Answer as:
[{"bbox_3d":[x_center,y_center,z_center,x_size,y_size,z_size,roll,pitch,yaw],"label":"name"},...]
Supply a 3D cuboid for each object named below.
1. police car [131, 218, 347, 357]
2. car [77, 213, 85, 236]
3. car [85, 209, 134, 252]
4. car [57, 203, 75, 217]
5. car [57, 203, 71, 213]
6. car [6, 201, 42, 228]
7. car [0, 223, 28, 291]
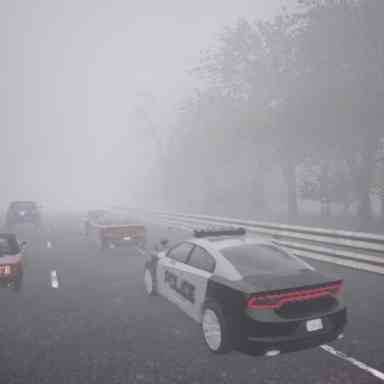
[{"bbox_3d":[0.466,1.525,6.581,1.930,1.638,5.238,0,-1,-25],"label":"police car"},{"bbox_3d":[-5.994,1.855,20.876,1.837,1.490,4.892,0,-1,-24],"label":"car"},{"bbox_3d":[-3.588,1.732,15.462,1.882,1.535,5.008,0,-1,-24],"label":"car"},{"bbox_3d":[-15.158,2.219,39.864,1.812,1.442,4.674,0,-1,-22],"label":"car"},{"bbox_3d":[-20.620,2.489,53.497,2.033,1.411,5.357,0,-1,-21],"label":"car"},{"bbox_3d":[-13.004,1.682,25.892,2.150,2.045,5.566,0,-1,-23],"label":"car"},{"bbox_3d":[-5.533,1.764,9.006,1.895,1.301,4.718,0,-1,-25],"label":"car"}]
